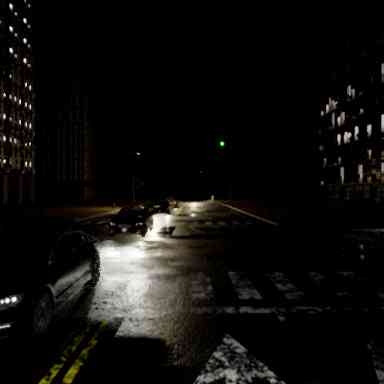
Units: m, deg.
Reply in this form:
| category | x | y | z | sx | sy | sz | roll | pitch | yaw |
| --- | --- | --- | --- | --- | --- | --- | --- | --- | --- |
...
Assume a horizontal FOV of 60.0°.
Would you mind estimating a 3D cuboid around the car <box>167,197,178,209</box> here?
| category | x | y | z | sx | sy | sz | roll | pitch | yaw |
| --- | --- | --- | --- | --- | --- | --- | --- | --- | --- |
| car | -3.254 | 1.549 | 50.547 | 2.097 | 1.767 | 4.553 | 0 | 0 | 0 |

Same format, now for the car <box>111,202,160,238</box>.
| category | x | y | z | sx | sy | sz | roll | pitch | yaw |
| --- | --- | --- | --- | --- | --- | --- | --- | --- | --- |
| car | -3.248 | 1.557 | 18.427 | 2.128 | 1.511 | 4.902 | 0 | 0 | 0 |

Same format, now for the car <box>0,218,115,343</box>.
| category | x | y | z | sx | sy | sz | roll | pitch | yaw |
| --- | --- | --- | --- | --- | --- | --- | --- | --- | --- |
| car | -3.250 | 1.525 | 6.731 | 2.128 | 1.511 | 4.902 | 0 | 0 | 0 |

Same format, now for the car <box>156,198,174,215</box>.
| category | x | y | z | sx | sy | sz | roll | pitch | yaw |
| --- | --- | --- | --- | --- | --- | --- | --- | --- | --- |
| car | -3.254 | 1.696 | 35.851 | 1.837 | 1.490 | 4.892 | 0 | 0 | 0 |
